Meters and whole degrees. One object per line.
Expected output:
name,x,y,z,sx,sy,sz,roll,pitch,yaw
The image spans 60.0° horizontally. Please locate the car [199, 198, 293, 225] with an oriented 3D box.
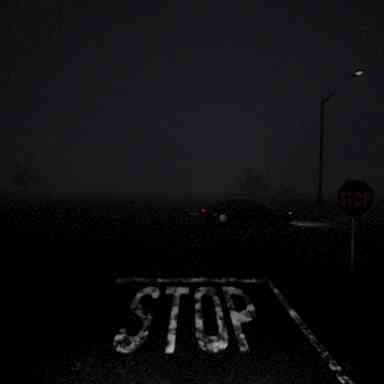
car,3.079,1.095,19.685,5.357,1.411,2.033,1,2,0
